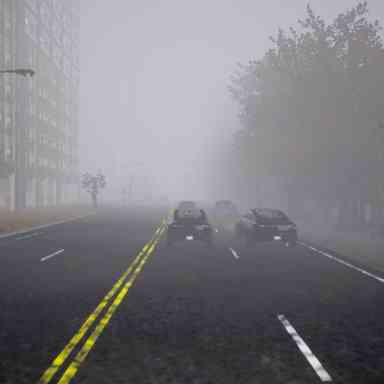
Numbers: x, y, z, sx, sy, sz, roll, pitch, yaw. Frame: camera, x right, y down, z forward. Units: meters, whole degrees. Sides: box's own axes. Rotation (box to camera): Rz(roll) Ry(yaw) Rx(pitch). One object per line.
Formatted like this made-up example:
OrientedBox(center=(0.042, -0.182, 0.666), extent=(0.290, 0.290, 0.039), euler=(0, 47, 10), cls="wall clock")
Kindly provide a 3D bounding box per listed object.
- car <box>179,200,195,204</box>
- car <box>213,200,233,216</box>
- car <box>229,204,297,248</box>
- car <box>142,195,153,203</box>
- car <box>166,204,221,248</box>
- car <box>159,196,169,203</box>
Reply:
OrientedBox(center=(-0.478, 1.515, 29.727), extent=(1.837, 1.490, 4.892), euler=(0, 0, -2), cls="car")
OrientedBox(center=(2.738, 1.442, 29.844), extent=(1.882, 1.535, 5.008), euler=(-3, -1, -2), cls="car")
OrientedBox(center=(3.130, 1.493, 14.757), extent=(2.128, 1.511, 4.902), euler=(0, 0, -1), cls="car")
OrientedBox(center=(-8.959, 1.347, 67.552), extent=(2.097, 1.767, 4.553), euler=(0, 0, -4), cls="car")
OrientedBox(center=(-0.120, 1.493, 14.706), extent=(2.128, 1.511, 4.902), euler=(0, 0, -1), cls="car")
OrientedBox(center=(-5.719, 1.495, 67.798), extent=(1.882, 1.535, 5.008), euler=(0, 0, -4), cls="car")
